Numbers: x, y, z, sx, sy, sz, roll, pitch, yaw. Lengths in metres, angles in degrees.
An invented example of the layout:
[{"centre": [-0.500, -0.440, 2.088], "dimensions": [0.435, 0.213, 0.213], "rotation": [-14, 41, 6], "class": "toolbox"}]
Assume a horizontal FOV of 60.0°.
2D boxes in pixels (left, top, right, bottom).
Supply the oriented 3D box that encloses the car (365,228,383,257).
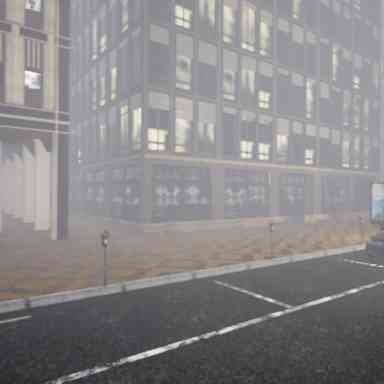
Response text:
[{"centre": [8.174, 1.720, 12.402], "dimensions": [4.206, 1.307, 1.802], "rotation": [1, -1, -36], "class": "car"}]
